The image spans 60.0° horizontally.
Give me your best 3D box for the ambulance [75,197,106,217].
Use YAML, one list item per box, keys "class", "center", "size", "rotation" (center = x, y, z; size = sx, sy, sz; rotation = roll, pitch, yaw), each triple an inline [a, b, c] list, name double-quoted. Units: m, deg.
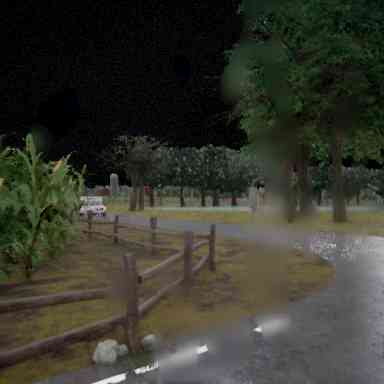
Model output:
- class: "ambulance"
  center: [-12.843, 1.847, 42.151]
  size: [2.351, 2.431, 6.366]
  rotation: [1, -2, -35]
